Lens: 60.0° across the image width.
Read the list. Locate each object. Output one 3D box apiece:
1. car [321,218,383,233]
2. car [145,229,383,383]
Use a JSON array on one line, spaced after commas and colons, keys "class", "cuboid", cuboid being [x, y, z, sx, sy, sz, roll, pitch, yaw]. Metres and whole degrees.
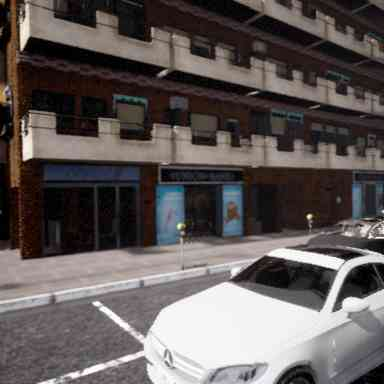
[{"class": "car", "cuboid": [5.397, 1.535, 10.595, 4.403, 1.369, 2.008, 0, -1, -35]}, {"class": "car", "cuboid": [1.638, 1.519, 4.545, 4.674, 1.442, 1.812, 0, 0, -36]}]
